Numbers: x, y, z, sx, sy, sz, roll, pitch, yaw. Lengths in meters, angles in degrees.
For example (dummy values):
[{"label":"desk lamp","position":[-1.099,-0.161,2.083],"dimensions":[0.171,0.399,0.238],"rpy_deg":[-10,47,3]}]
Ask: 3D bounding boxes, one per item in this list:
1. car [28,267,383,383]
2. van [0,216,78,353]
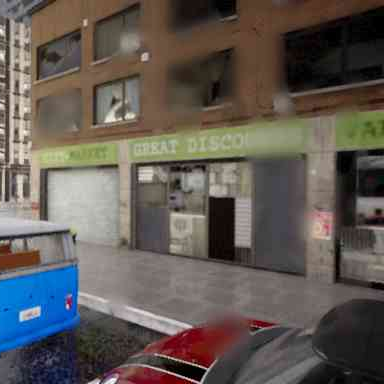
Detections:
[{"label":"car","position":[1.117,1.439,1.930],"dimensions":[4.097,1.590,1.967],"rpy_deg":[1,0,35]},{"label":"van","position":[-3.521,1.257,5.223],"dimensions":[3.998,1.788,1.690],"rpy_deg":[1,0,35]}]
